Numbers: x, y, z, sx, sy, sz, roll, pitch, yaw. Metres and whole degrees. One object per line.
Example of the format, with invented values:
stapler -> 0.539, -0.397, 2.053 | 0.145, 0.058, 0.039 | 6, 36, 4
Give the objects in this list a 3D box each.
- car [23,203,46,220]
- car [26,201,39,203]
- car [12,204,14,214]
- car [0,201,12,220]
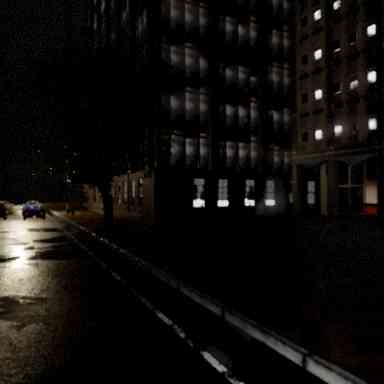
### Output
car -> -15.358, 2.006, 32.378 | 1.895, 1.301, 4.718 | 0, -1, -26
car -> -19.833, 1.867, 41.360 | 2.097, 1.767, 4.553 | 0, -1, -26
car -> -22.993, 1.867, 40.508 | 2.097, 1.767, 4.553 | 0, -1, -26
car -> -18.659, 1.886, 31.829 | 1.882, 1.535, 5.008 | 0, -1, -26
